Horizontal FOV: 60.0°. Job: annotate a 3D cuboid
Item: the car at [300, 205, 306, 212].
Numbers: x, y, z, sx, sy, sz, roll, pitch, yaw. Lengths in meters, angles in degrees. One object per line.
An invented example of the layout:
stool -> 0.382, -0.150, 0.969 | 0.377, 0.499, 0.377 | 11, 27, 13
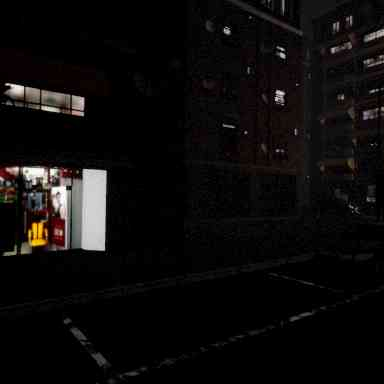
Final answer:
car -> 9.164, 1.328, 35.792 | 2.192, 1.841, 5.009 | 1, -1, -35

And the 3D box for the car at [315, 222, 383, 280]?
car -> 5.469, 1.588, 9.929 | 4.206, 1.307, 1.802 | 0, 1, -35

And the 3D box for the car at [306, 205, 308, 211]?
car -> 15.508, 1.708, 40.460 | 1.752, 1.417, 4.829 | 1, -1, -35

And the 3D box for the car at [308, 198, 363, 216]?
car -> 14.280, 1.401, 32.802 | 2.097, 1.767, 4.553 | 2, -1, -35
